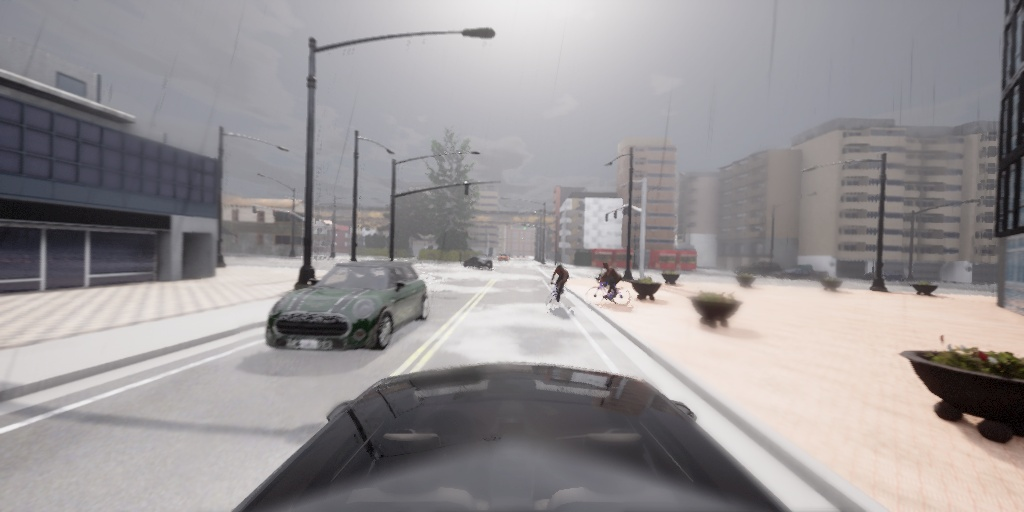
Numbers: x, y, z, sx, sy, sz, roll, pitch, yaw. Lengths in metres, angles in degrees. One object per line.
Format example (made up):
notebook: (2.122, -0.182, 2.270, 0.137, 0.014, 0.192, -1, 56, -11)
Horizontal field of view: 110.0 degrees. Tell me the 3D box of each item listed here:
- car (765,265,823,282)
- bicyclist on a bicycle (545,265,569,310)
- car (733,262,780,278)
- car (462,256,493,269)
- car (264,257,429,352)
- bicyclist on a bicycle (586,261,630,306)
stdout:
car: (34.438, 2.269, 43.439, 5.357, 1.411, 2.033, 3, 1, 1)
bicyclist on a bicycle: (1.659, 1.035, 12.802, 0.582, 1.620, 1.656, 19, 25, 29)
car: (32.187, 1.801, 46.976, 5.566, 2.045, 2.150, 3, 1, 1)
car: (-3.958, 0.733, 41.081, 1.812, 1.442, 4.674, 2, 0, -37)
car: (-3.468, 0.922, 8.488, 2.097, 1.767, 4.553, 2, 1, 1)
bicyclist on a bicycle: (3.571, 1.034, 13.250, 1.656, 1.620, 0.582, 2, 1, 1)
